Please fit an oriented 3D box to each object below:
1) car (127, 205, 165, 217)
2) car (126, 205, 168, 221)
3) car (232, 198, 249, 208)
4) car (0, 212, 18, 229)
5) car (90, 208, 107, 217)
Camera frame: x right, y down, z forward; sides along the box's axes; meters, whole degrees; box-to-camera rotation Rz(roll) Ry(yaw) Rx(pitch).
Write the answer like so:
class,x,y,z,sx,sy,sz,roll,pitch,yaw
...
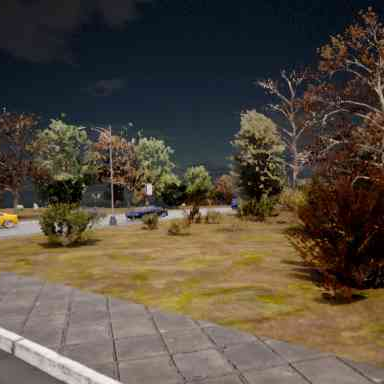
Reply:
class,x,y,z,sx,sy,sz,roll,pitch,yaw
car,-6.071,2.509,44.859,2.033,1.411,5.357,-3,-2,32
car,-4.465,2.188,33.900,1.895,1.301,4.718,-3,-2,32
car,8.414,1.973,54.509,2.150,2.045,5.566,-3,-2,32
car,-17.129,2.367,27.508,1.882,1.535,5.008,-3,-2,33
car,-11.711,2.459,35.885,2.033,1.411,5.357,-3,-2,32
